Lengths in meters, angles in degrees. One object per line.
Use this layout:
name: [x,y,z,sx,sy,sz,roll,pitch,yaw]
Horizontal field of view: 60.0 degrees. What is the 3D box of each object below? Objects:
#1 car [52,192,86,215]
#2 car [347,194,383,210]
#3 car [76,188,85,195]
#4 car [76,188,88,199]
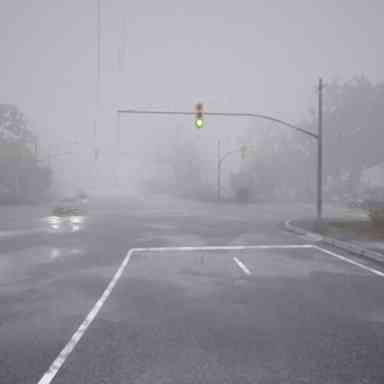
car: [-9.952,1.077,26.896,1.837,1.490,4.892,0,2,-12]
car: [18.874,0.956,35.329,4.553,1.767,2.097,2,1,-15]
car: [-24.681,-0.208,73.781,1.837,1.490,4.892,-1,1,-19]
car: [-17.390,0.359,52.444,2.033,1.411,5.357,-1,2,-19]
